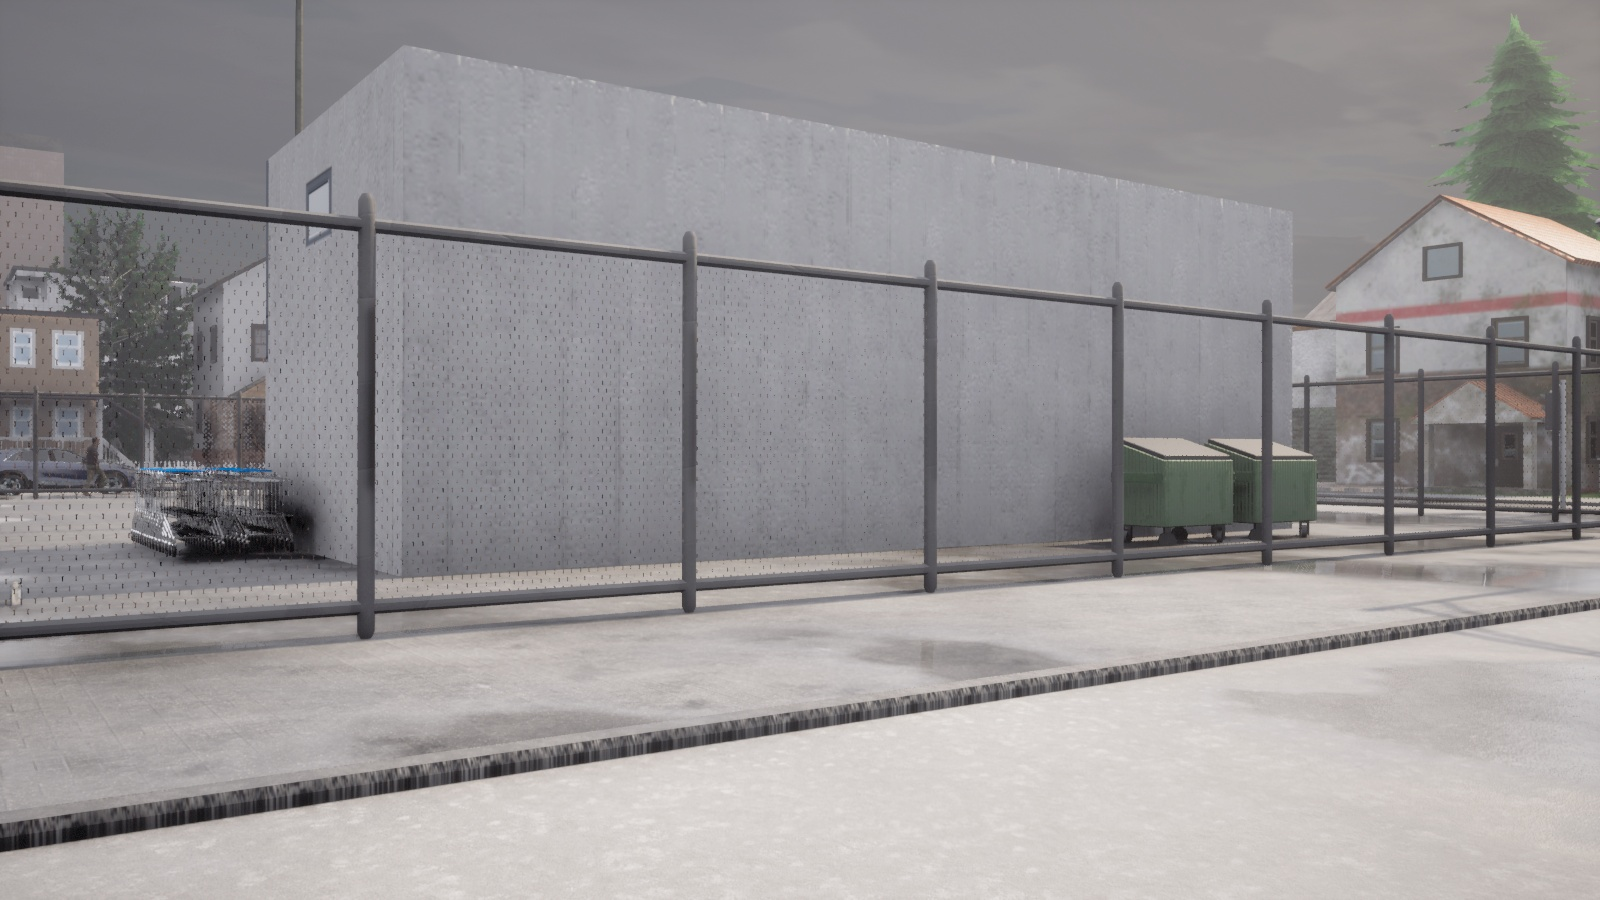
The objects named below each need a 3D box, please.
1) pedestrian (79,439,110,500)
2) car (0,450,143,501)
[{"bbox_3d":[-21.806,0.596,38.827,0.431,1.840,0.703,0,0,33],"label":"pedestrian"},{"bbox_3d":[-24.908,0.831,42.177,4.856,1.649,2.033,0,0,-34],"label":"car"}]
